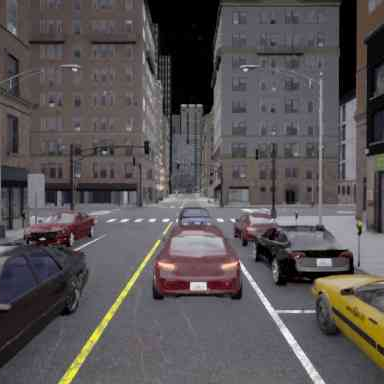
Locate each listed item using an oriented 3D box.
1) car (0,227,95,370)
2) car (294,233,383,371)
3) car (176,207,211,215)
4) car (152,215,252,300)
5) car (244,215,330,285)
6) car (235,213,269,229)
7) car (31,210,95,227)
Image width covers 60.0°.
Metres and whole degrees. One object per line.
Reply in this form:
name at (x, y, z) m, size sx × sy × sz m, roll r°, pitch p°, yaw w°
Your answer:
car at (-3.070, 1.546, 4.807) m, size 2.033 × 1.411 × 5.357 m, roll 0°, pitch 0°, yaw 0°
car at (2.866, 1.524, 3.869) m, size 1.752 × 1.417 × 4.829 m, roll -1°, pitch 0°, yaw 0°
car at (0.136, 1.539, 18.275) m, size 2.033 × 1.411 × 5.357 m, roll 0°, pitch 0°, yaw -3°
car at (0.100, 1.522, 8.254) m, size 1.812 × 1.442 × 4.674 m, roll 0°, pitch 0°, yaw 0°
car at (2.868, 1.562, 9.286) m, size 1.947 × 1.339 × 4.313 m, roll -1°, pitch 0°, yaw 0°
car at (2.870, 1.575, 14.871) m, size 1.802 × 1.307 × 4.206 m, roll -1°, pitch 0°, yaw 0°
car at (-5.676, 1.538, 14.871) m, size 1.887 × 1.381 × 4.507 m, roll -1°, pitch 0°, yaw 0°
